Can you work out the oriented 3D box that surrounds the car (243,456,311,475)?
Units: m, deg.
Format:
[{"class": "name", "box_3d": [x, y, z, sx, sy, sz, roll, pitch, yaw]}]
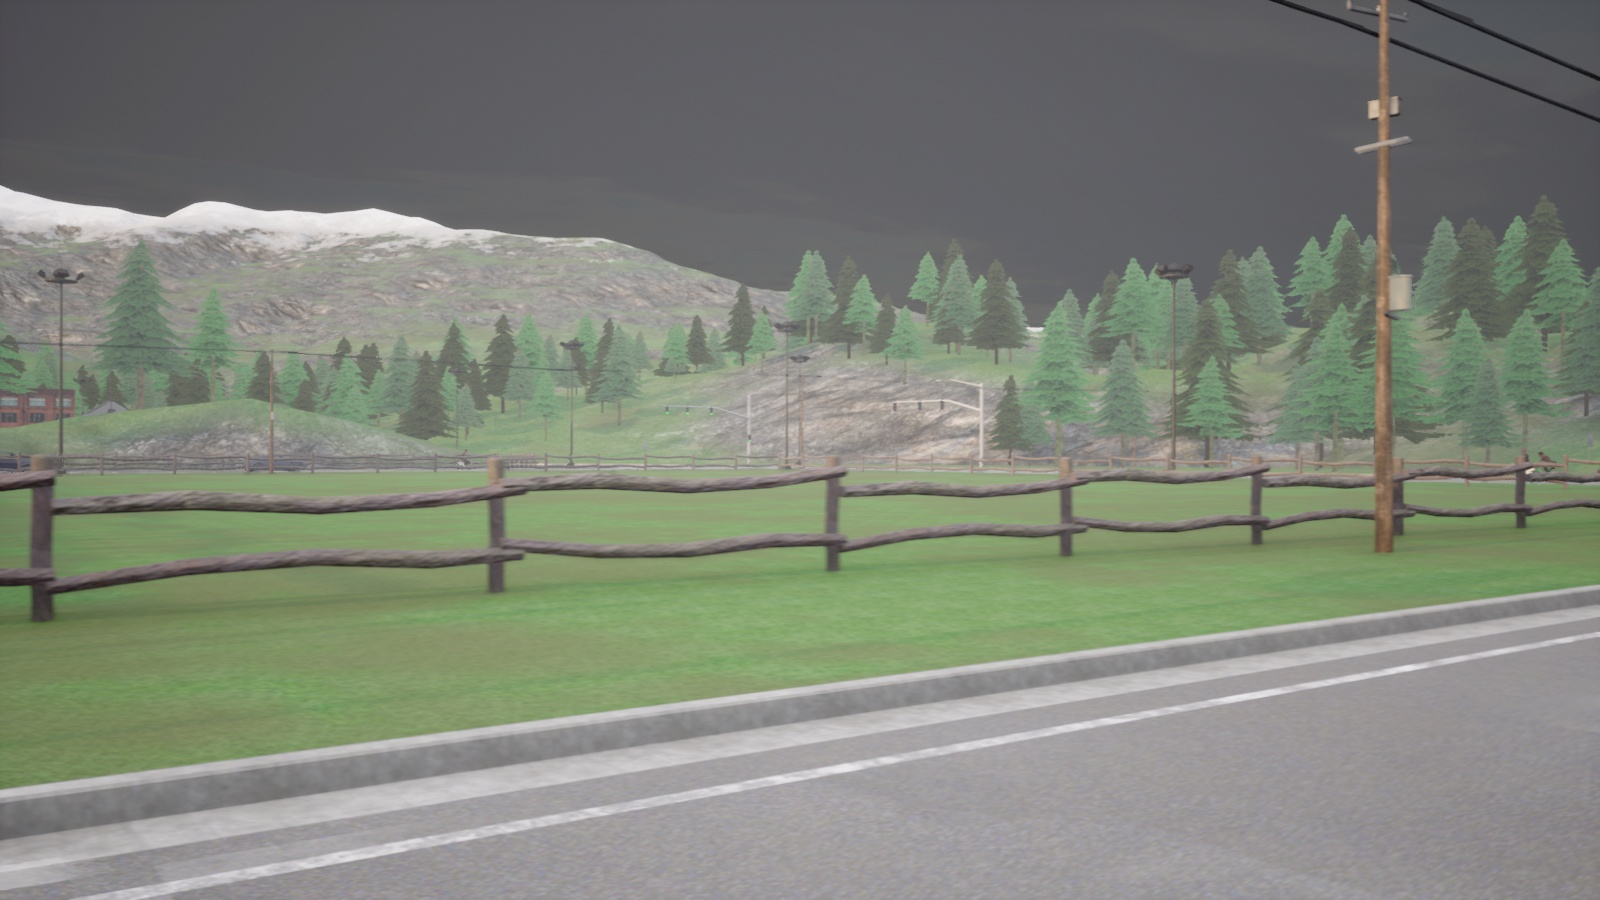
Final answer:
[{"class": "car", "box_3d": [-37.875, 1.103, 90.949, 4.181, 1.385, 1.994, 0, 0, -35]}]

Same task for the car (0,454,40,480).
[{"class": "car", "box_3d": [-47.863, 1.008, 75.373, 3.705, 1.549, 1.789, 0, 0, -35]}]

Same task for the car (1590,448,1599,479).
[{"class": "car", "box_3d": [43.410, 0.680, 64.901, 1.851, 1.617, 3.988, 0, 0, -34]}]
